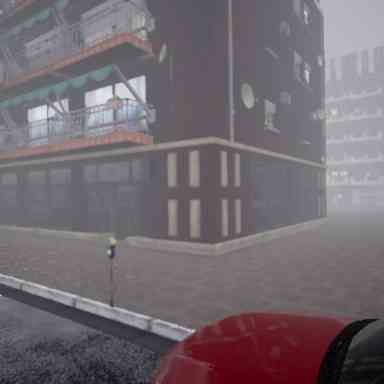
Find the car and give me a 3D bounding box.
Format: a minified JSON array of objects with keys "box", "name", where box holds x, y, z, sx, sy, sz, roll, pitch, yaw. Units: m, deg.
[{"box":[1.952,1.312,1.343,5.009,1.841,2.192,0,-1,36],"name":"car"}]
